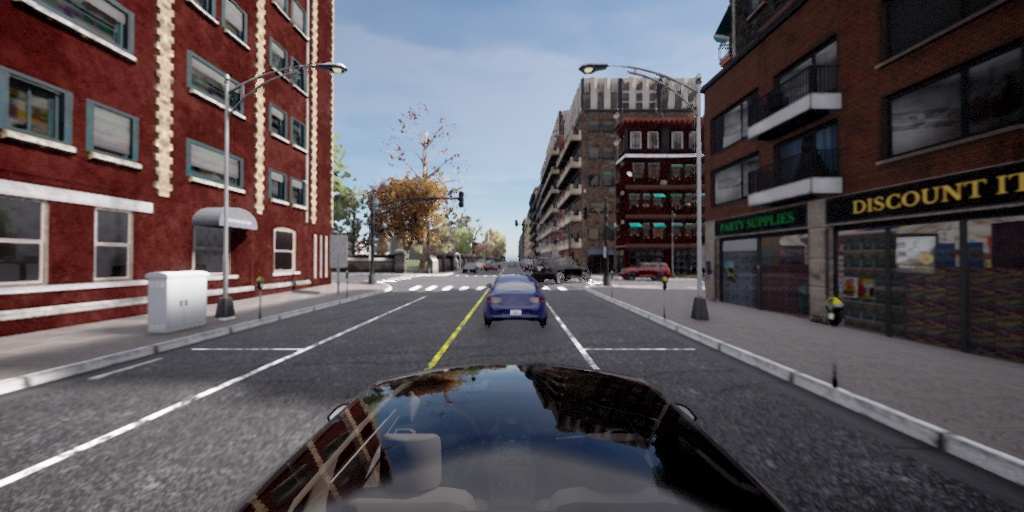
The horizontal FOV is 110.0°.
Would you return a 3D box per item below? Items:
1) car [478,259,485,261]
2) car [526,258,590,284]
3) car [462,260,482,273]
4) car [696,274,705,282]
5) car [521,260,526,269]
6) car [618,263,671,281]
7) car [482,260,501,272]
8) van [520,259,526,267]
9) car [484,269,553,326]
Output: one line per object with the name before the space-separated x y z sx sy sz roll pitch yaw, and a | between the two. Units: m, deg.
car | -5.638 1.662 59.906 1.751 1.417 4.829 0 0 0
car | 4.067 1.166 29.069 5.566 2.045 2.150 1 -1 -44
car | -5.648 1.621 48.815 1.948 1.339 4.313 0 0 0
car | 20.462 1.903 33.930 5.357 1.411 2.033 1 -1 0
car | 2.737 1.642 54.437 1.888 1.381 4.507 0 0 0
car | 13.480 1.569 36.456 5.009 1.841 2.192 0 0 0
car | -3.034 1.689 53.346 1.895 1.301 4.718 0 0 0
van | 2.742 1.478 60.068 1.690 1.789 3.998 0 0 0
car | 0.105 1.336 11.776 1.812 1.442 4.674 0 0 0
